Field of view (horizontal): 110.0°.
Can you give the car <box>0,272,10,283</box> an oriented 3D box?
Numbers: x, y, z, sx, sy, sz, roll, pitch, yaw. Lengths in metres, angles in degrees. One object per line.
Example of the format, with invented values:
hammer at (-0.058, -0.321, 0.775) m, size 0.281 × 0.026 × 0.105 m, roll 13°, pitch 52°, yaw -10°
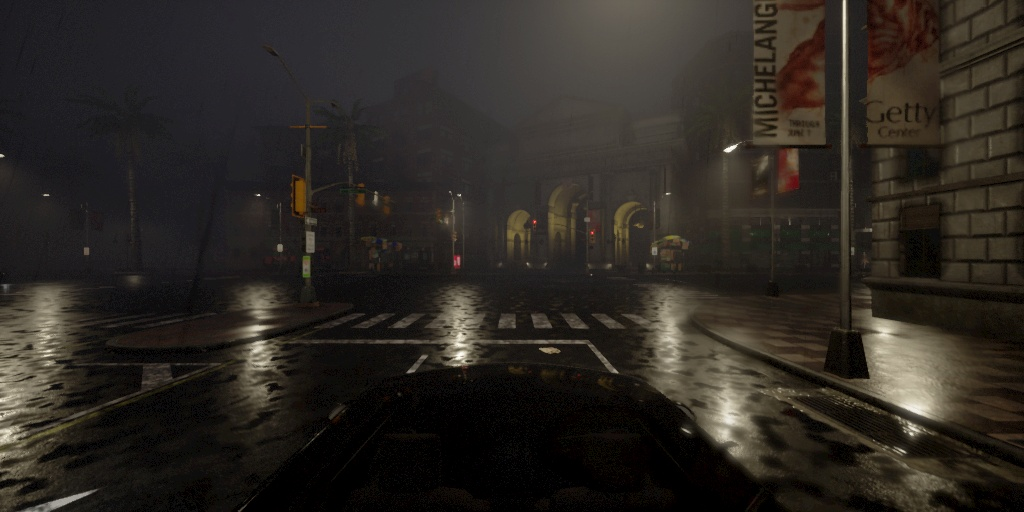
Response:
car at (-38.891, 1.351, 25.283) m, size 4.718 × 1.301 × 1.895 m, roll 0°, pitch 0°, yaw 0°
